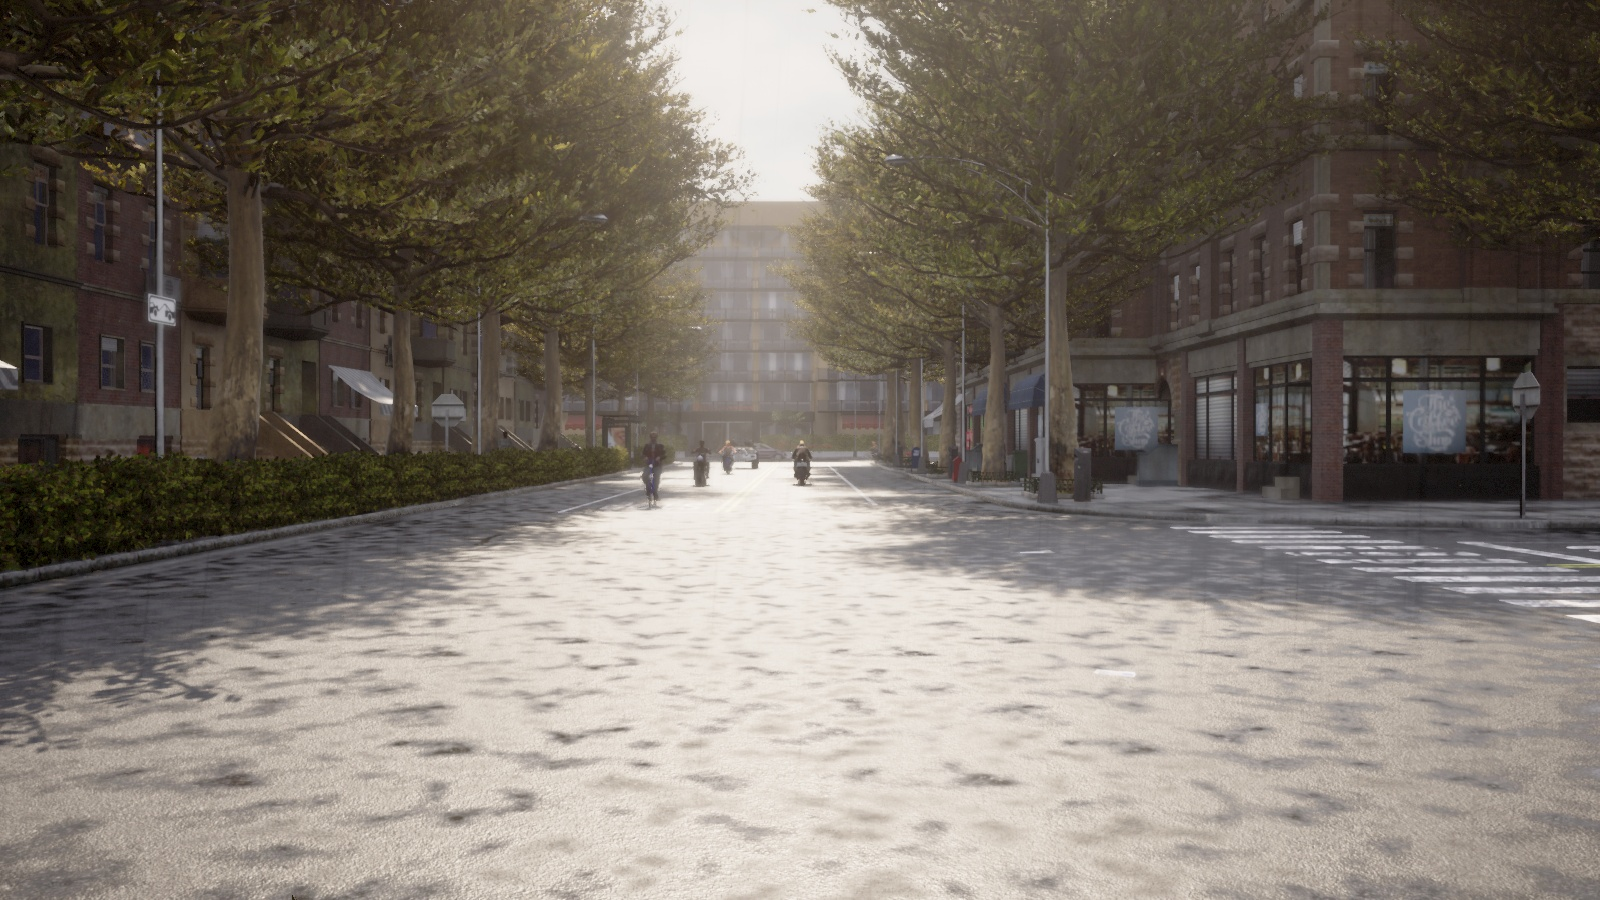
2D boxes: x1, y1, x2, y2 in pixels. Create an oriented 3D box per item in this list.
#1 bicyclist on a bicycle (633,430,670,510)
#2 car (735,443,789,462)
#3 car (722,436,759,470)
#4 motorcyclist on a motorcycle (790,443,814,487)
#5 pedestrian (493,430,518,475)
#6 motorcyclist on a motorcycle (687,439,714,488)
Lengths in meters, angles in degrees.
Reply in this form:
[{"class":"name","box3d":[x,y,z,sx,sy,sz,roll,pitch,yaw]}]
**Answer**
[{"class":"bicyclist on a bicycle","box3d":[-3.421,0.451,29.011,0.659,1.776,1.843,0,0,-1]},{"class":"car","box3d":[-3.008,0.198,99.100,4.193,1.474,1.816,0,0,0]},{"class":"car","box3d":[-3.401,0.151,72.443,1.932,1.855,4.605,0,0,0]},{"class":"motorcyclist on a motorcycle","box3d":[0.070,0.525,45.481,0.866,1.530,2.191,0,0,0]},{"class":"pedestrian","box3d":[-12.127,0.101,51.723,0.874,1.855,0.900,0,0,-7]},{"class":"motorcyclist on a motorcycle","box3d":[-3.432,0.448,43.574,0.766,1.649,2.350,0,1,0]}]
